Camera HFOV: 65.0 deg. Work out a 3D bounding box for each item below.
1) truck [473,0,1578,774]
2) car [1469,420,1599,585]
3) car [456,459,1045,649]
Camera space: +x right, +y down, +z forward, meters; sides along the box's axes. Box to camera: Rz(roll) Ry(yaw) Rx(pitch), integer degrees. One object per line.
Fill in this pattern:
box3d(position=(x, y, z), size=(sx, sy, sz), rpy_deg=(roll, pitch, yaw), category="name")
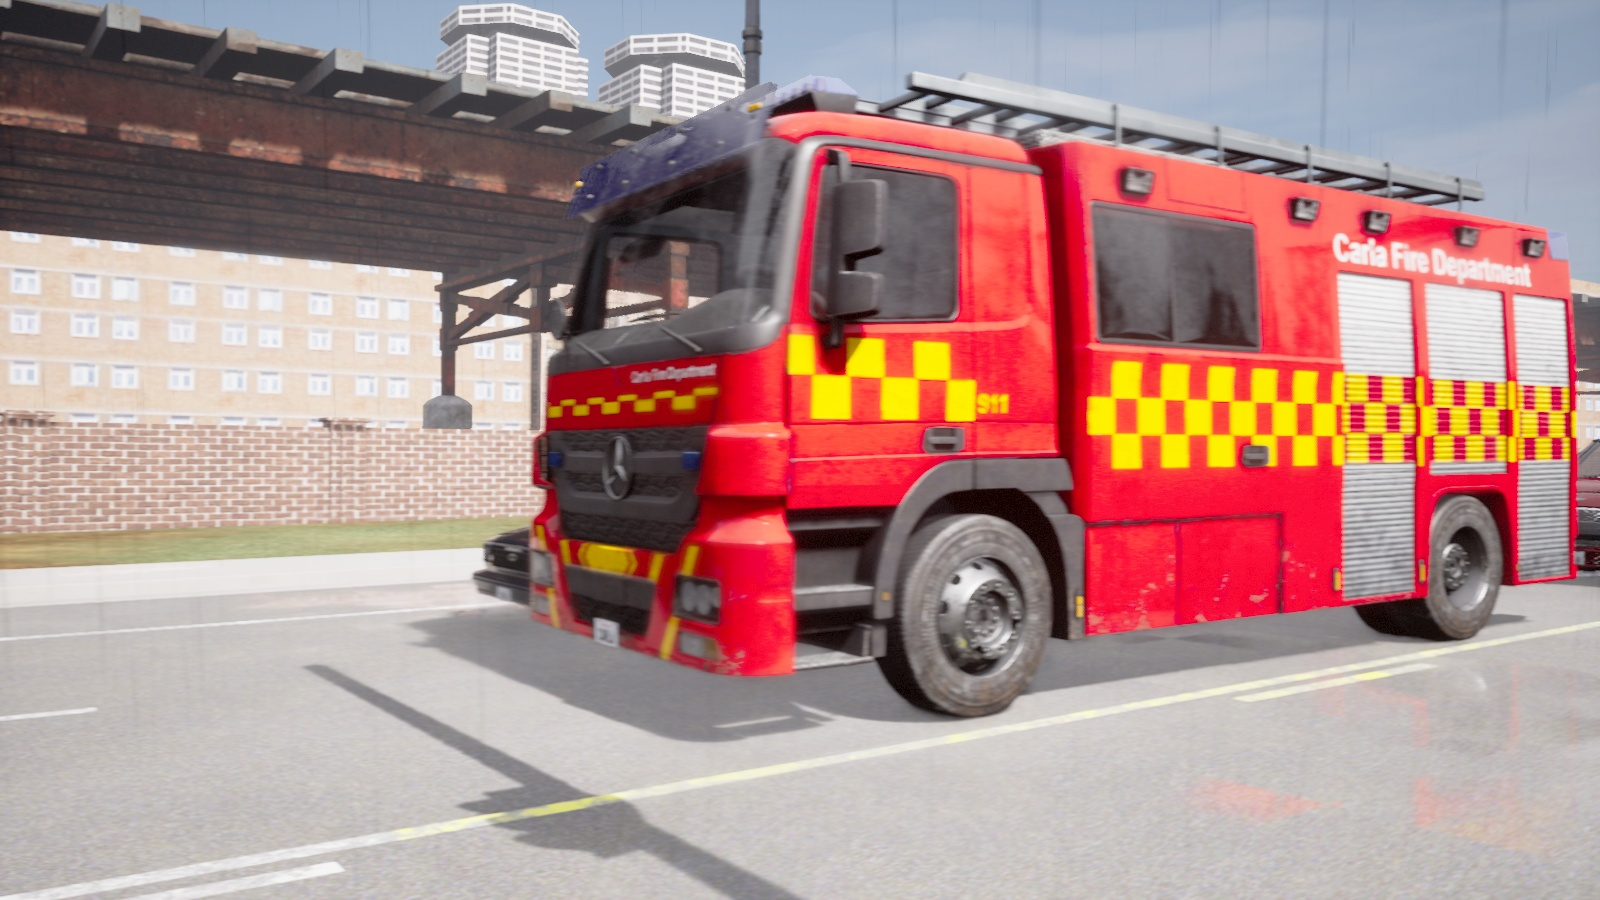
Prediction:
box3d(position=(2.186, -0.420, 9.412), size=(8.468, 3.827, 2.891), rpy_deg=(0, 0, -33), category="truck")
box3d(position=(10.259, 0.546, 15.066), size=(4.553, 1.767, 2.097), rpy_deg=(-1, 0, -35), category="car")
box3d(position=(-0.310, 0.812, 11.974), size=(5.357, 1.411, 2.033), rpy_deg=(0, 0, -35), category="car")
